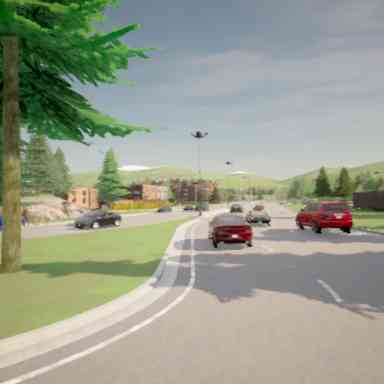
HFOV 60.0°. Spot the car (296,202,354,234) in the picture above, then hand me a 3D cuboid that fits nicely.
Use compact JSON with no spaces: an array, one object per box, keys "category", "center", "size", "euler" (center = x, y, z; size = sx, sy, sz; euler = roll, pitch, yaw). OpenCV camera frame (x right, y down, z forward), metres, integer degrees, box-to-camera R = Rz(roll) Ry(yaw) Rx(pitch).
[{"category":"car","center":[8.901,1.681,22.742],"size":[2.150,2.045,5.566],"euler":[-1,-2,0]}]

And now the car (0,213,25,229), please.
[{"category":"car","center":[-16.803,2.580,28.278],"size":[1.882,1.535,5.008],"euler":[-2,-2,28]}]

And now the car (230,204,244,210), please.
[{"category":"car","center":[7.660,2.748,56.222],"size":[2.097,1.767,4.553],"euler":[-1,-1,14]}]

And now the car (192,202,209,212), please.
[{"category":"car","center":[2.121,3.038,68.357],"size":[2.150,2.045,5.566],"euler":[-1,-1,13]}]

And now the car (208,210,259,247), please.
[{"category":"car","center":[1.928,1.930,17.579],"size":[1.882,1.535,5.008],"euler":[-1,-2,-1]}]

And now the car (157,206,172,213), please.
[{"category":"car","center":[-5.415,3.501,66.750],"size":[2.033,1.411,5.357],"euler":[-1,-2,13]}]

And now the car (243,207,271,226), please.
[{"category":"car","center":[5.881,2.312,29.879],"size":[1.895,1.301,4.718],"euler":[-1,-2,6]}]

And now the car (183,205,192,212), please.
[{"category":"car","center":[-0.612,3.530,72.093],"size":[1.994,1.385,4.181],"euler":[-1,-2,13]}]

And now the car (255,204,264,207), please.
[{"category":"car","center":[13.301,3.101,65.465],"size":[1.994,1.385,4.181],"euler":[-1,-2,13]}]

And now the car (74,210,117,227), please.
[{"category":"car","center":[-9.908,2.665,34.468],"size":[1.812,1.442,4.674],"euler":[-2,-1,20]}]

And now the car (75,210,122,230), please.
[{"category":"car","center":[-8.249,2.476,29.671],"size":[1.837,1.490,4.892],"euler":[-2,0,26]}]
